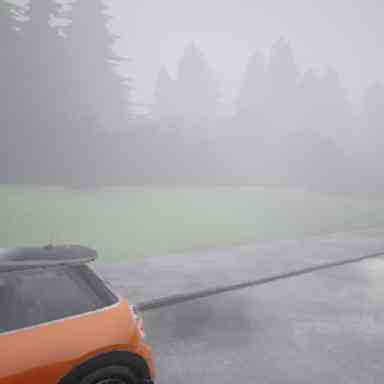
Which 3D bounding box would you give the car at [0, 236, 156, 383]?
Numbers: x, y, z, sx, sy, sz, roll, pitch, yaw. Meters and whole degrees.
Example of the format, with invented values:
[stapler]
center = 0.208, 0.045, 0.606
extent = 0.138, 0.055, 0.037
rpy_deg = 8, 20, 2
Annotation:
[car]
center = -2.654, 1.355, 2.714
extent = 4.553, 1.767, 2.097
rpy_deg = 0, 0, -35
